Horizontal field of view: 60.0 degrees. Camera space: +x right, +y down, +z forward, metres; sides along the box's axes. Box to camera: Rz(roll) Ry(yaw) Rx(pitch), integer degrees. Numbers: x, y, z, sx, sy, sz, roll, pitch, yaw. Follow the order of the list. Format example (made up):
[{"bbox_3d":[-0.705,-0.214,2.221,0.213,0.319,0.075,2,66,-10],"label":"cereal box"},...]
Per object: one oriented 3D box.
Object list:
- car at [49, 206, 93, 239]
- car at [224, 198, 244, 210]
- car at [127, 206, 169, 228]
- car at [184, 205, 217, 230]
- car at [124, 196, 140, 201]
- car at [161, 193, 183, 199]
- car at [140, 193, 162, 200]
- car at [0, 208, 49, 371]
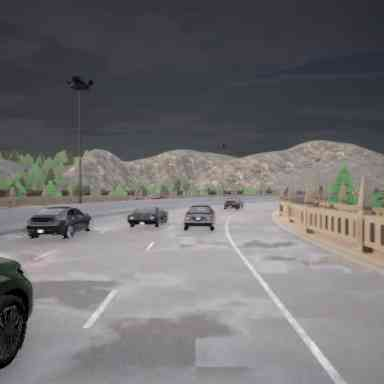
[{"bbox_3d":[-6.676,1.506,17.308,1.837,1.490,4.892,0,0,3],"label":"car"},{"bbox_3d":[5.371,1.505,42.097,1.837,1.490,4.892,0,0,19],"label":"car"},{"bbox_3d":[-2.788,1.602,22.294,1.895,1.301,4.718,0,0,6],"label":"car"},{"bbox_3d":[0.594,1.548,21.217,2.033,1.411,5.357,0,0,6],"label":"car"},{"bbox_3d":[-10.275,1.419,59.593,2.097,1.767,4.553,0,0,26],"label":"car"},{"bbox_3d":[-2.789,1.244,58.921,2.128,1.511,4.902,0,0,27],"label":"car"},{"bbox_3d":[-6.333,1.218,59.675,2.150,2.045,5.566,0,0,27],"label":"car"},{"bbox_3d":[-3.400,1.222,2.526,2.150,2.045,5.566,0,0,0],"label":"car"}]
